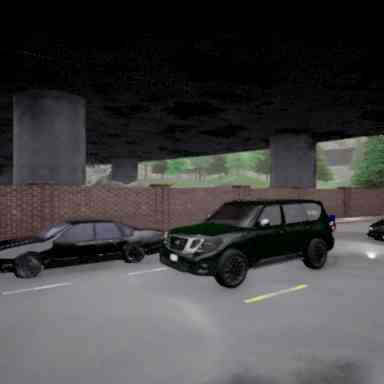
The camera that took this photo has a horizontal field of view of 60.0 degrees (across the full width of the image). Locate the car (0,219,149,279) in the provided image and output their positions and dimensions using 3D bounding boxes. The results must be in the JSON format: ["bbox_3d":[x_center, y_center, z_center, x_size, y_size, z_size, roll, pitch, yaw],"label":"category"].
[{"bbox_3d":[-3.353,1.546,10.195,5.357,1.411,2.033,0,0,-35],"label":"car"}]

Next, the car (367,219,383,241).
[{"bbox_3d":[10.417,1.543,15.619,5.357,1.411,2.033,0,0,-35],"label":"car"}]

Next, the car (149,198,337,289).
[{"bbox_3d":[1.817,1.220,9.577,5.566,2.045,2.150,0,0,-35],"label":"car"}]

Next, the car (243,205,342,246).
[{"bbox_3d":[4.914,1.474,15.977,5.008,1.535,1.882,0,0,-36],"label":"car"}]
